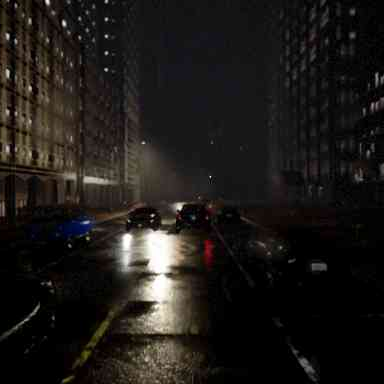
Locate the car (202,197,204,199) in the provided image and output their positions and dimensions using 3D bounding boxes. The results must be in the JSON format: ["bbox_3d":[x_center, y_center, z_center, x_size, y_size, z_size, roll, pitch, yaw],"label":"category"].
[{"bbox_3d":[2.689,1.938,54.235,1.947,1.339,4.313,-1,0,0],"label":"car"}]

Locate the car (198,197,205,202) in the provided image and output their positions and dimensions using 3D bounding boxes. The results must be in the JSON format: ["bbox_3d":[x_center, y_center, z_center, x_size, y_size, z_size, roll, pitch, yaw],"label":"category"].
[{"bbox_3d":[2.694,2.176,93.734,1.887,1.381,4.507,-1,0,0],"label":"car"}]

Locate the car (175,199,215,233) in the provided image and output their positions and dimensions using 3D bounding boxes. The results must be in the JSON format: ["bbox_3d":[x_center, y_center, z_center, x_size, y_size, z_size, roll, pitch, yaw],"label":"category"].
[{"bbox_3d":[0.086,1.497,20.824,2.097,1.767,4.553,0,0,0],"label":"car"}]

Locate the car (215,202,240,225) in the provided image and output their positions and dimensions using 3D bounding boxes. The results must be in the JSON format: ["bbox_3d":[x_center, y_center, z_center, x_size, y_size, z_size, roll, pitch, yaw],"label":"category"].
[{"bbox_3d":[2.685,1.747,26.022,1.947,1.339,4.313,-1,0,0],"label":"car"}]

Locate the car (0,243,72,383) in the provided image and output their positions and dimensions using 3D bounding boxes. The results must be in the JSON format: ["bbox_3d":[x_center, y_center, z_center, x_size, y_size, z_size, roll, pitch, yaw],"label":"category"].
[{"bbox_3d":[-3.092,1.590,3.581,1.994,1.385,4.181,0,0,0],"label":"car"}]

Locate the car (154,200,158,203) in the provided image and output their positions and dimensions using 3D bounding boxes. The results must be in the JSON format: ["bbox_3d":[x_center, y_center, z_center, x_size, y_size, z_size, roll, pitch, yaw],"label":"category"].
[{"bbox_3d":[-5.693,1.900,48.591,1.947,1.339,4.313,-1,0,0],"label":"car"}]

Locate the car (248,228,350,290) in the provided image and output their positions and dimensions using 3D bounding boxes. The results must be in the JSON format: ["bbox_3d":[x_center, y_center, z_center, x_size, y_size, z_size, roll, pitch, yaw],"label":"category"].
[{"bbox_3d":[2.683,1.631,9.094,1.947,1.339,4.313,-1,0,0],"label":"car"}]

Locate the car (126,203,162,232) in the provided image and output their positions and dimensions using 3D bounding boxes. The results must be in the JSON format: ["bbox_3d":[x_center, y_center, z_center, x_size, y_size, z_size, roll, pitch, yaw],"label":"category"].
[{"bbox_3d":[-3.002,1.675,21.496,1.812,1.442,4.674,0,-1,0],"label":"car"}]

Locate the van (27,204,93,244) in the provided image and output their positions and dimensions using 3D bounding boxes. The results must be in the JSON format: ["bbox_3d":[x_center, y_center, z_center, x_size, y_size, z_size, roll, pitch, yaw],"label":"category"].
[{"bbox_3d":[-5.700,1.445,14.746,1.690,1.788,3.998,-1,0,0],"label":"van"}]

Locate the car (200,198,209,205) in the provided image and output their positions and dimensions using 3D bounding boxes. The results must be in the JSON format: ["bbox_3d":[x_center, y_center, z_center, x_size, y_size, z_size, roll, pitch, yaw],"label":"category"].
[{"bbox_3d":[2.691,2.011,71.333,1.752,1.417,4.829,-1,0,0],"label":"car"}]

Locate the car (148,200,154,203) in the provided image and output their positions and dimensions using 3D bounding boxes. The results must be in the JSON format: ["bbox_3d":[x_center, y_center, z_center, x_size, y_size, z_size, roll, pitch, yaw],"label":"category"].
[{"bbox_3d":[-5.694,1.839,37.309,1.802,1.307,4.206,-1,0,0],"label":"car"}]

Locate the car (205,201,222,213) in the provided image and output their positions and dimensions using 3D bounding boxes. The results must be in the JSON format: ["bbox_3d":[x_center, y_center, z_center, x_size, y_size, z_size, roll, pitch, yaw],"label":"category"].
[{"bbox_3d":[2.687,1.862,42.949,1.947,1.339,4.313,-1,0,0],"label":"car"}]

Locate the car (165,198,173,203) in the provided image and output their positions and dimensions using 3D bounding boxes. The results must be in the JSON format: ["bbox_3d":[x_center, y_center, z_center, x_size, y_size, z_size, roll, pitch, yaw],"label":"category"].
[{"bbox_3d":[-5.688,2.108,82.438,2.008,1.369,4.403,-1,0,0],"label":"car"}]
